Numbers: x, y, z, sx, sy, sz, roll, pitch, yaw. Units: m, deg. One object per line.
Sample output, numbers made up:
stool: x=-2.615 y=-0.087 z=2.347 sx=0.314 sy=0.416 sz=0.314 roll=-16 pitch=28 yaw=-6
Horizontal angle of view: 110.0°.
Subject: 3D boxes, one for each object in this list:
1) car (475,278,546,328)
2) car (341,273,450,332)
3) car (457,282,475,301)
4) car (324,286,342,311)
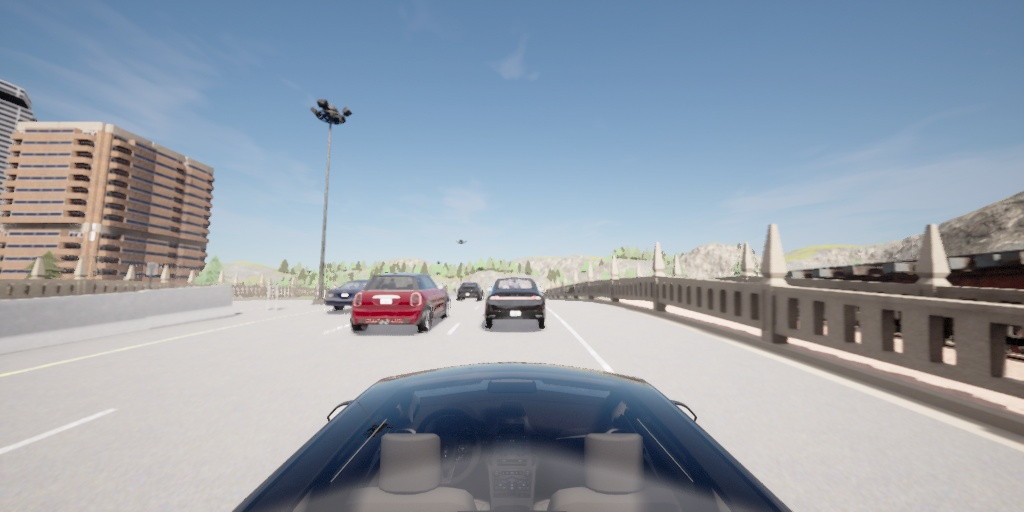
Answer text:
car: x=0.098 y=1.503 z=12.421 sx=2.128 sy=1.511 sz=4.902 roll=0 pitch=-3 yaw=0
car: x=-3.402 y=1.336 z=11.809 sx=2.097 sy=1.767 sz=4.553 roll=0 pitch=-2 yaw=0
car: x=-3.406 y=2.967 z=29.953 sx=1.837 sy=1.490 sz=4.892 roll=0 pitch=-6 yaw=0
car: x=-6.903 y=1.838 z=17.309 sx=2.033 sy=1.411 sz=5.357 roll=0 pitch=-4 yaw=0
